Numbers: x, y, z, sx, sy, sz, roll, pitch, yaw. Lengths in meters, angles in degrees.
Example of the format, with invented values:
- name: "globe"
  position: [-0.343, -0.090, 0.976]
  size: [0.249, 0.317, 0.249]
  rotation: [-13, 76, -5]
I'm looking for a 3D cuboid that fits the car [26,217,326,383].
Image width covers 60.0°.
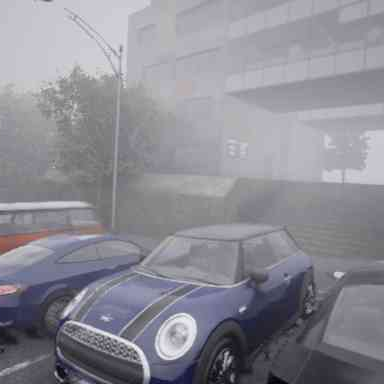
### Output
- name: "car"
  position: [0.297, 1.351, 5.107]
  size: [2.185, 1.767, 4.553]
  rotation: [0, 0, 36]

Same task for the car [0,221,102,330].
- name: "car"
  position: [-1.996, 1.513, 6.702]
  size: [2.002, 1.452, 4.674]
  rotation: [0, 0, 36]

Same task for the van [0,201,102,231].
- name: "van"
  position: [-4.200, 1.243, 8.421]
  size: [1.878, 1.987, 4.442]
  rotation: [0, 0, 36]
